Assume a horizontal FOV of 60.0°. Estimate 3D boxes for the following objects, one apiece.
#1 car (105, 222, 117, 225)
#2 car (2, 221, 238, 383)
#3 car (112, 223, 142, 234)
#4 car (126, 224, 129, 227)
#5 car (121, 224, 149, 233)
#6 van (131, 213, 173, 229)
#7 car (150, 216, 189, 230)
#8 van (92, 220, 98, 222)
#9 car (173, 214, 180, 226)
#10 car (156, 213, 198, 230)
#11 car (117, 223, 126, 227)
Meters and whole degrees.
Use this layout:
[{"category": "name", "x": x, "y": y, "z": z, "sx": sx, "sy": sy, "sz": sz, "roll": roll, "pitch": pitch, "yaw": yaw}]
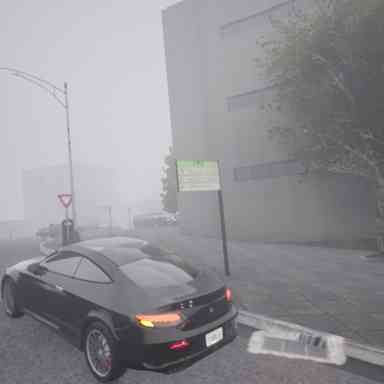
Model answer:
[{"category": "car", "x": -14.770, "y": 5.674, "z": 51.279, "sx": 5.008, "sy": 1.535, "sz": 2.097, "roll": -6, "pitch": -7, "yaw": 21}, {"category": "car", "x": -1.437, "y": 1.481, "z": 5.404, "sx": 4.674, "sy": 1.442, "sz": 1.812, "roll": 1, "pitch": 1, "yaw": 42}, {"category": "car", "x": -11.619, "y": 6.484, "z": 59.132, "sx": 4.792, "sy": 1.488, "sz": 2.163, "roll": -6, "pitch": -8, "yaw": 21}, {"category": "car", "x": -12.844, "y": 6.215, "z": 56.628, "sx": 5.366, "sy": 1.575, "sz": 1.946, "roll": -6, "pitch": -8, "yaw": 21}, {"category": "car", "x": -10.619, "y": 6.756, "z": 61.722, "sx": 4.674, "sy": 1.452, "sz": 2.002, "roll": -7, "pitch": -8, "yaw": 21}, {"category": "van", "x": -5.169, "y": 3.705, "z": 41.944, "sx": 4.442, "sy": 1.987, "sz": 1.878, "roll": -6, "pitch": -7, "yaw": 21}, {"category": "car", "x": -3.206, "y": 4.399, "z": 47.169, "sx": 5.008, "sy": 1.535, "sz": 2.097, "roll": -6, "pitch": -8, "yaw": 21}, {"category": "van", "x": -15.905, "y": 5.228, "z": 48.773, "sx": 4.442, "sy": 1.987, "sz": 1.878, "roll": -6, "pitch": -7, "yaw": 21}, {"category": "car", "x": -4.213, "y": 4.183, "z": 44.531, "sx": 4.792, "sy": 1.488, "sz": 2.163, "roll": -6, "pitch": -7, "yaw": 21}, {"category": "car", "x": -2.245, "y": 4.403, "z": 49.742, "sx": 5.566, "sy": 2.045, "sz": 2.435, "roll": -7, "pitch": -8, "yaw": 21}, {"category": "car", "x": -13.721, "y": 5.800, "z": 53.864, "sx": 4.553, "sy": 1.767, "sz": 2.185, "roll": -6, "pitch": -8, "yaw": 21}]
